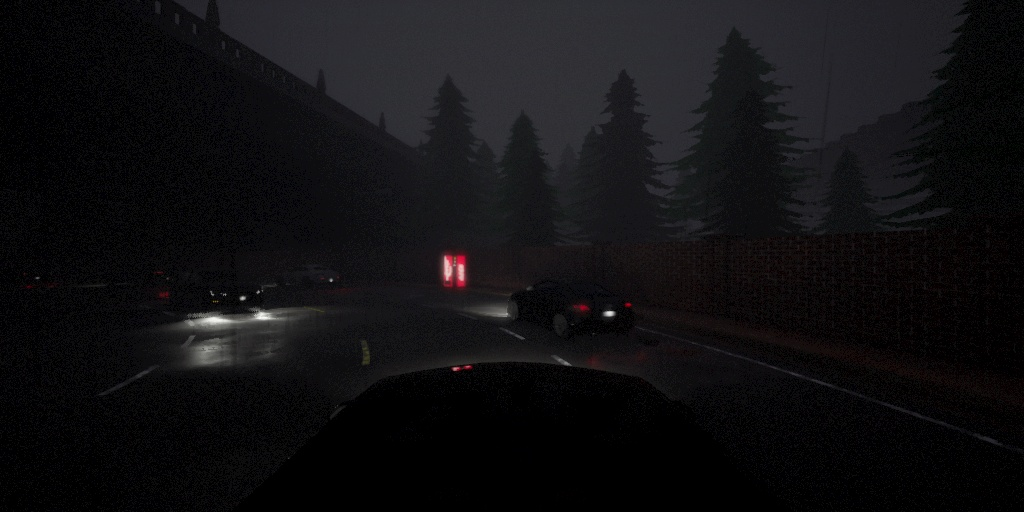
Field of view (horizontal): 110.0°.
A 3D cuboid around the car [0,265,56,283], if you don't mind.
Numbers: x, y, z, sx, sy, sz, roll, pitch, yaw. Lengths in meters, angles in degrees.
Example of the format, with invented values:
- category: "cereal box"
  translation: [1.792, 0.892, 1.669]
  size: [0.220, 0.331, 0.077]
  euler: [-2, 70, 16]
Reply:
- category: "car"
  translation: [-37.429, 1.350, 27.141]
  size: [4.718, 1.301, 1.895]
  euler: [0, 0, 13]

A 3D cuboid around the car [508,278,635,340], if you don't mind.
- category: "car"
  translation: [1.451, 1.313, 10.158]
  size: [1.994, 1.385, 4.181]
  euler: [0, 0, -24]

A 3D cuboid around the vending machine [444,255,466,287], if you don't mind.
- category: "vending machine"
  translation: [-3.500, 0.944, 21.971]
  size: [0.880, 2.100, 1.100]
  euler: [0, 0, 36]

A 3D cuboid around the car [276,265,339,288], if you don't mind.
- category: "car"
  translation: [-13.309, 1.274, 23.377]
  size: [4.674, 1.442, 1.812]
  euler: [0, 0, 27]

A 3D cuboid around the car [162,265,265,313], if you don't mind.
- category: "car"
  translation: [-11.594, 1.254, 14.039]
  size: [4.892, 1.490, 1.837]
  euler: [0, 0, 33]

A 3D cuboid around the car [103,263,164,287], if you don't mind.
- category: "car"
  translation: [-24.858, 1.252, 24.070]
  size: [4.892, 1.490, 1.837]
  euler: [-1, 0, 15]
